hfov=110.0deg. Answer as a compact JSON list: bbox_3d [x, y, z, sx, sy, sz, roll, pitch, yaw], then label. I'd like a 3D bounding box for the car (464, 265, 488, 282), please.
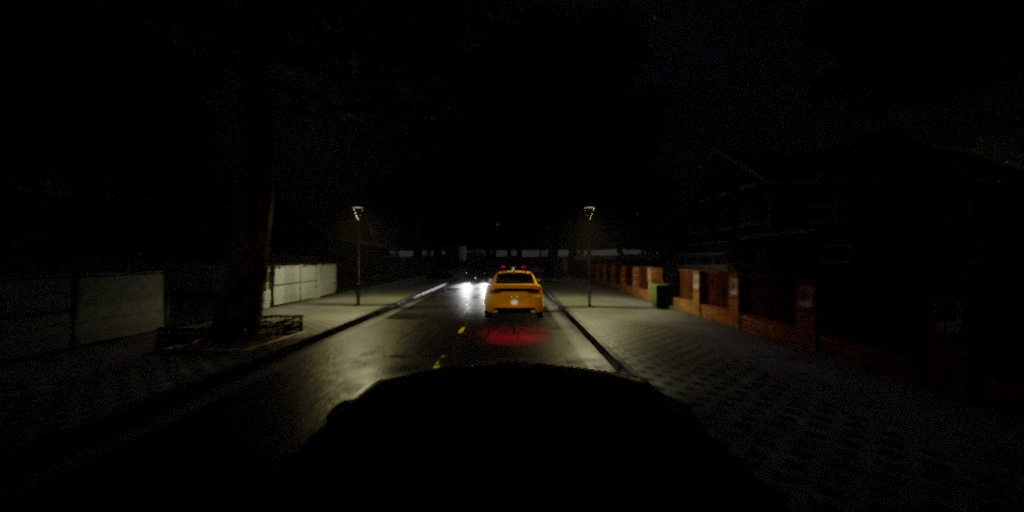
[{"bbox_3d":[-2.845,1.400,30.123,1.895,1.301,4.718,0,0,0],"label":"car"}]

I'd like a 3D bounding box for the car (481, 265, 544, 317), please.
[{"bbox_3d":[0.084,1.263,13.365,1.882,1.535,5.008,0,0,0],"label":"car"}]

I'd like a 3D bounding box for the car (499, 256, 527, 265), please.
[{"bbox_3d":[0.087,1.022,29.619,2.150,2.045,5.566,0,0,0],"label":"car"}]
